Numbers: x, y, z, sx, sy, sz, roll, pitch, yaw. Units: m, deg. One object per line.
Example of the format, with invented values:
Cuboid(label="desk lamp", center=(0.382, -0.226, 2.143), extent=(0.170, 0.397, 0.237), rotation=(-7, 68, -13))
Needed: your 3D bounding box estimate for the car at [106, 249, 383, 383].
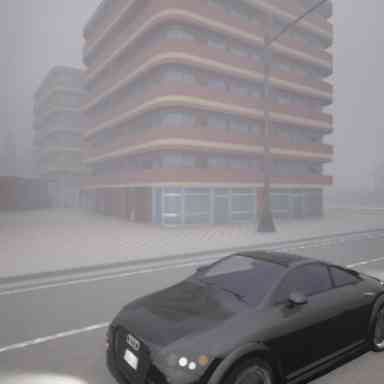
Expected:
Cuboid(label="car", center=(0.997, 1.566, 4.616), extent=(4.181, 1.385, 1.994), rotation=(0, 0, -35))
